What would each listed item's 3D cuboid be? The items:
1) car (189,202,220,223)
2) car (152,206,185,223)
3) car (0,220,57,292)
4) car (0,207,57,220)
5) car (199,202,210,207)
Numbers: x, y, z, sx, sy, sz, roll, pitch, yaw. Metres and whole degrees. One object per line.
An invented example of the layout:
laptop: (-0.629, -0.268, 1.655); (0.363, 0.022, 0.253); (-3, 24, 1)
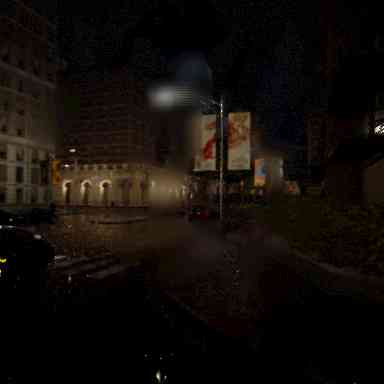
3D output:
car: (1.306, 1.996, 31.934); (2.097, 1.767, 4.553); (0, -1, 19)
car: (-2.199, 2.089, 32.506); (1.882, 1.535, 5.008); (0, -1, 19)
car: (-5.292, 1.684, 9.151); (1.994, 1.385, 4.181); (1, -1, -8)
car: (-12.874, 1.932, 26.721); (1.994, 1.385, 4.181); (0, -1, 19)
car: (3.635, 3.482, 94.534); (1.895, 1.301, 4.718); (0, -1, 19)
